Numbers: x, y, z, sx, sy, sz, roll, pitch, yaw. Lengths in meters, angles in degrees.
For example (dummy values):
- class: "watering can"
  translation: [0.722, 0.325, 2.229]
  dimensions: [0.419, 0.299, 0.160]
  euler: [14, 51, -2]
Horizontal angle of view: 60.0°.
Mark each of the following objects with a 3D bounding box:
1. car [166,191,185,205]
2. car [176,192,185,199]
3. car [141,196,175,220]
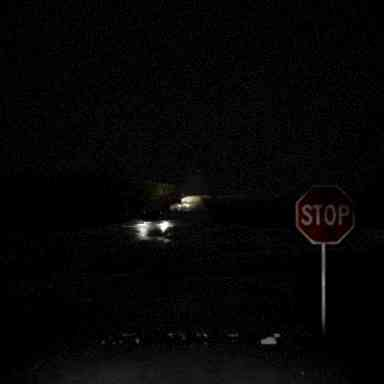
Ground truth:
- class: "car"
  translation: [-2.708, 0.977, 51.641]
  dimensions: [2.150, 2.045, 5.566]
  euler: [0, 2, 0]
- class: "car"
  translation: [-2.688, 0.821, 76.073]
  dimensions: [1.837, 1.490, 4.892]
  euler: [0, 1, 0]
- class: "car"
  translation: [-2.803, 1.431, 26.967]
  dimensions: [1.882, 1.535, 5.008]
  euler: [0, 2, 3]
